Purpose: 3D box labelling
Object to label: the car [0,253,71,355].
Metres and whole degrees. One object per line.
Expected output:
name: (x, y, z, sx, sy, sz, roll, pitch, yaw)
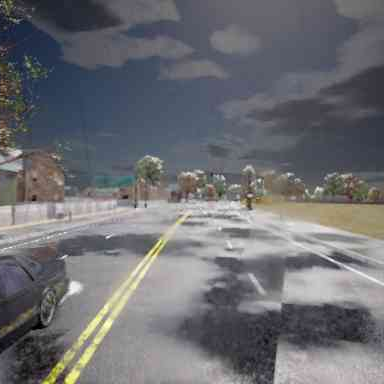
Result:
car: (-3.347, 1.608, 4.371, 2.033, 1.411, 5.357, 0, -1, 0)
